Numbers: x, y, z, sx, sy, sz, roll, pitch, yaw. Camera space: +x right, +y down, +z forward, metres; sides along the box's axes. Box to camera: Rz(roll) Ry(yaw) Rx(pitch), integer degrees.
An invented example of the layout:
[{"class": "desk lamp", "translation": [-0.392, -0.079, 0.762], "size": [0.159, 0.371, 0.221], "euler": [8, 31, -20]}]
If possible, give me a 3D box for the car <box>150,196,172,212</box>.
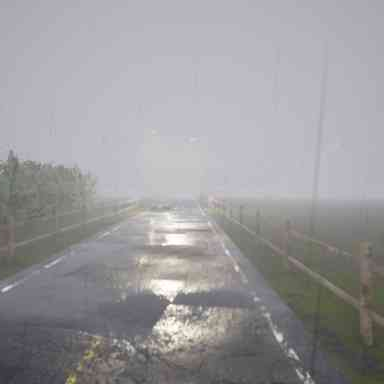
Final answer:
[{"class": "car", "translation": [-3.176, 1.208, 34.786], "size": [1.812, 1.442, 4.674], "euler": [0, 1, -1]}]
